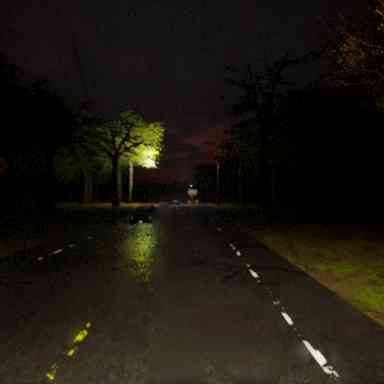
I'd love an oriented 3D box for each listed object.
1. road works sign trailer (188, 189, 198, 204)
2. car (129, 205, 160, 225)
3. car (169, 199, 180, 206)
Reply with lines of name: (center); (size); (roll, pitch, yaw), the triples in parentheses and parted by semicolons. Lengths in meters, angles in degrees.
road works sign trailer: (0.196, 1.111, 83.198); (2.380, 3.560, 2.880); (0, -1, -8)
car: (-3.600, 1.719, 26.015); (2.033, 1.411, 5.357); (0, 0, 0)
car: (-3.504, 2.097, 66.471); (1.895, 1.301, 4.718); (0, -1, 0)
